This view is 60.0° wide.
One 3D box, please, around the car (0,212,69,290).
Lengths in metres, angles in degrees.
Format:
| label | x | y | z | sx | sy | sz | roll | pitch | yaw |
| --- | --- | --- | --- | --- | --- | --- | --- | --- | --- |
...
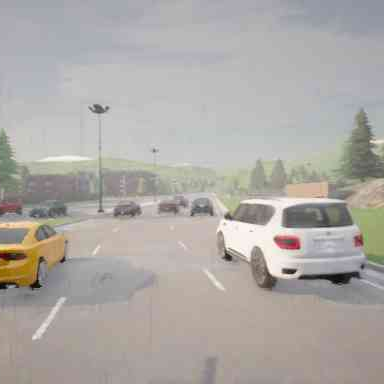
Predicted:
| label | x | y | z | sx | sy | sz | roll | pitch | yaw |
| --- | --- | --- | --- | --- | --- | --- | --- | --- | --- |
| car | -4.786 | 1.574 | 9.265 | 1.882 | 1.535 | 5.008 | -1 | 0 | -10 |

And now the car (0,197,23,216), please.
| label | x | y | z | sx | sy | sz | roll | pitch | yaw |
| --- | --- | --- | --- | --- | --- | --- | --- | --- | --- |
| car | -21.067 | 1.646 | 36.898 | 2.150 | 2.045 | 5.566 | -1 | 0 | 3 |

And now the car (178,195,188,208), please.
| label | x | y | z | sx | sy | sz | roll | pitch | yaw |
| --- | --- | --- | --- | --- | --- | --- | --- | --- | --- |
| car | -1.727 | 1.364 | 48.622 | 2.097 | 1.767 | 4.553 | -1 | 0 | 7 |

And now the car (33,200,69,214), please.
| label | x | y | z | sx | sy | sz | roll | pitch | yaw |
| --- | --- | --- | --- | --- | --- | --- | --- | --- | --- |
| car | -17.313 | 1.835 | 41.080 | 2.128 | 1.511 | 4.902 | -1 | 0 | 3 |

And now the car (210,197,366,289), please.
| label | x | y | z | sx | sy | sz | roll | pitch | yaw |
| --- | --- | --- | --- | --- | --- | --- | --- | --- | --- |
| car | 2.288 | 1.168 | 9.264 | 2.150 | 2.045 | 5.566 | -1 | 0 | -10 |

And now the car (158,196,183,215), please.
| label | x | y | z | sx | sy | sz | roll | pitch | yaw |
| --- | --- | --- | --- | --- | --- | --- | --- | --- | --- |
| car | -2.376 | 1.511 | 35.379 | 1.882 | 1.535 | 5.008 | -1 | -1 | 3 |

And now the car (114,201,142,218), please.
| label | x | y | z | sx | sy | sz | roll | pitch | yaw |
| --- | --- | --- | --- | --- | --- | --- | --- | --- | --- |
| car | -6.034 | 1.603 | 31.616 | 2.128 | 1.511 | 4.902 | -1 | 0 | 2 |

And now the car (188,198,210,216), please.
| label | x | y | z | sx | sy | sz | roll | pitch | yaw |
| --- | --- | --- | --- | --- | --- | --- | --- | --- | --- |
| car | 0.995 | 1.315 | 32.384 | 2.097 | 1.767 | 4.553 | -1 | 0 | 2 |

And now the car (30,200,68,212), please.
| label | x | y | z | sx | sy | sz | roll | pitch | yaw |
| --- | --- | --- | --- | --- | --- | --- | --- | --- | --- |
| car | -14.286 | 1.636 | 33.365 | 2.097 | 1.767 | 4.553 | -1 | 0 | 4 |
